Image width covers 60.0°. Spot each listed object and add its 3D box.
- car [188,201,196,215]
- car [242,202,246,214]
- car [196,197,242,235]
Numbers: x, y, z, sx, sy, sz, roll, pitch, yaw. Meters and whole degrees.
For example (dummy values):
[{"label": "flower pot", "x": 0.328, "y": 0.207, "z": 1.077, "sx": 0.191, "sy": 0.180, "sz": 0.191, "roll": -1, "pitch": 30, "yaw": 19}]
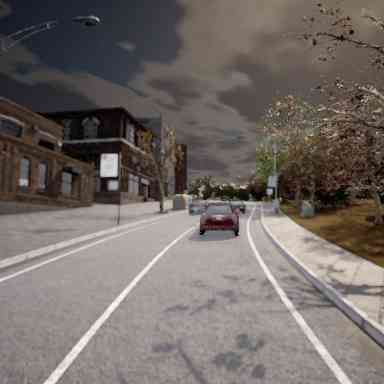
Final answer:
[{"label": "car", "x": 0.886, "y": 1.630, "z": 35.442, "sx": 2.128, "sy": 1.511, "sz": 4.902, "roll": -1, "pitch": 0, "yaw": 12}, {"label": "car", "x": 4.973, "y": 1.681, "z": 36.923, "sx": 1.895, "sy": 1.301, "sz": 4.718, "roll": -1, "pitch": 0, "yaw": 12}, {"label": "car", "x": 1.693, "y": 1.396, "z": 19.314, "sx": 2.097, "sy": 1.767, "sz": 4.553, "roll": -1, "pitch": 0, "yaw": 8}]
